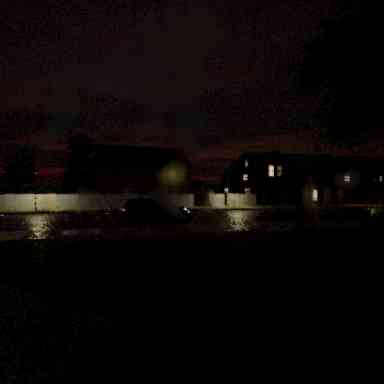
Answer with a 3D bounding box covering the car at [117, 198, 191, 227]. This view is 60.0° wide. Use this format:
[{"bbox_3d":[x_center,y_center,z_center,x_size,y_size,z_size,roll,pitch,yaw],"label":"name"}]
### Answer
[{"bbox_3d":[-2.359,1.155,20.986,4.553,1.767,2.097,0,0,-19],"label":"car"}]
